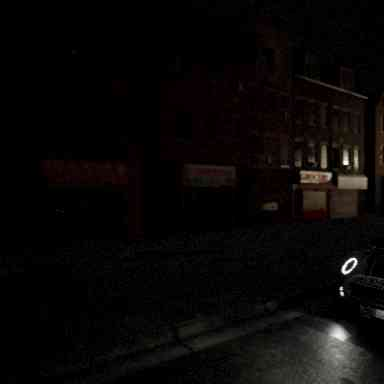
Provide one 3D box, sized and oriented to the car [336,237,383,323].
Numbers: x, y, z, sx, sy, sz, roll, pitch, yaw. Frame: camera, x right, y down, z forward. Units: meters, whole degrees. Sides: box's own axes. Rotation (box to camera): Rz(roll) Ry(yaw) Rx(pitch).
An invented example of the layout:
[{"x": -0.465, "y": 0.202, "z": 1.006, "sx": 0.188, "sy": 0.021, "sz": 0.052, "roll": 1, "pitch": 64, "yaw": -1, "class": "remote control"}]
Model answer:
[{"x": 4.849, "y": 1.354, "z": 6.512, "sx": 4.553, "sy": 1.767, "sz": 2.097, "roll": 0, "pitch": 0, "yaw": -36, "class": "car"}]
